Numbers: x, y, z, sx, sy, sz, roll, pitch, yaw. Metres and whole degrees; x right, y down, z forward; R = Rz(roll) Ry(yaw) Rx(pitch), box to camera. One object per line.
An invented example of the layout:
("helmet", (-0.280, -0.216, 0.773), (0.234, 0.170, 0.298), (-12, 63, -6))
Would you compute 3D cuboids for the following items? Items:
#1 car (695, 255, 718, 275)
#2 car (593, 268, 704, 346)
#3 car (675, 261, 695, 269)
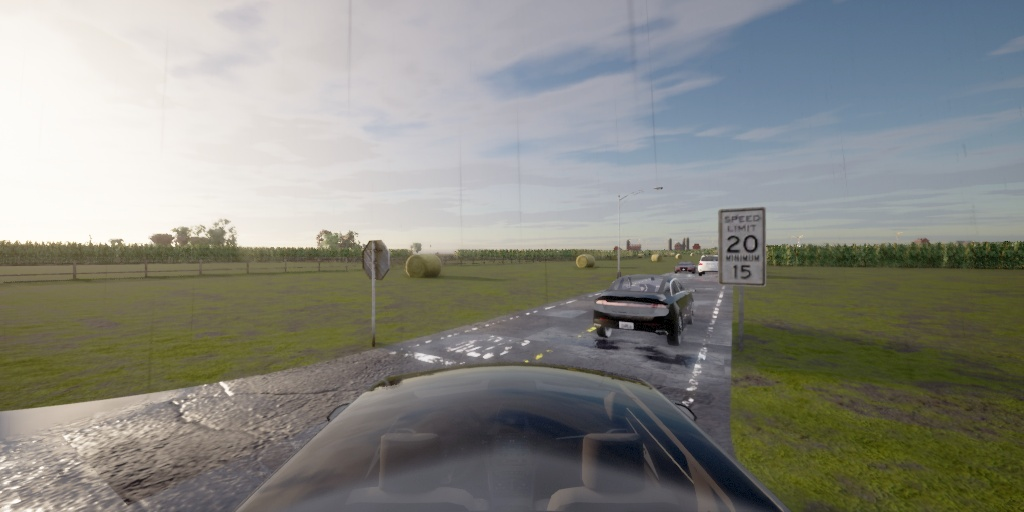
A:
("car", (20.151, 0.946, 36.093), (2.150, 2.045, 5.566), (0, 0, 33))
("car", (3.670, 1.241, 9.566), (2.128, 1.511, 4.902), (0, 0, 32))
("car", (19.857, 1.282, 40.943), (1.994, 1.385, 4.181), (0, 0, 32))
